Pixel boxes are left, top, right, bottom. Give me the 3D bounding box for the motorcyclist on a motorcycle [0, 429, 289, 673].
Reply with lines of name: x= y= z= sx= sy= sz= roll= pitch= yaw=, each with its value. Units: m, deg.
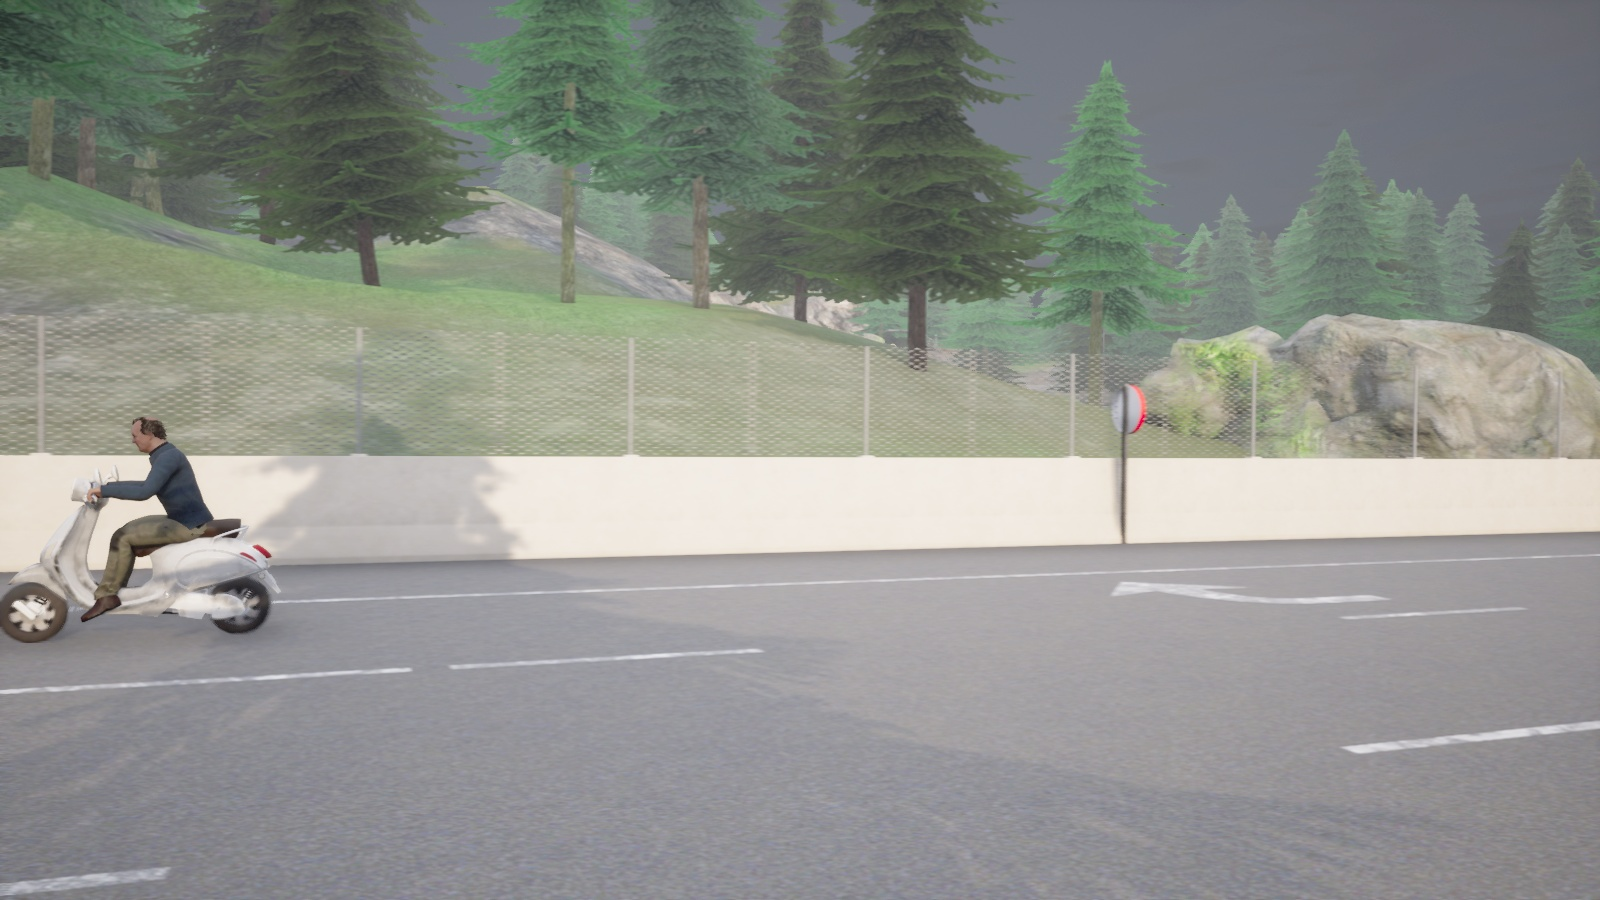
motorcyclist on a motorcycle: x=-4.652 y=0.656 z=8.960 sx=1.817 sy=1.590 sz=0.866 roll=-1 pitch=1 yaw=-21
